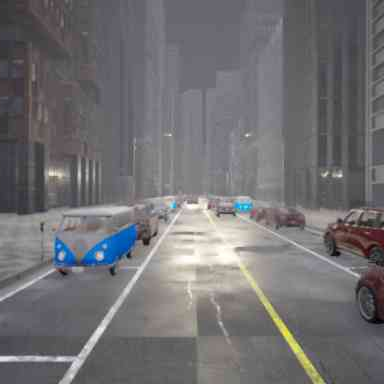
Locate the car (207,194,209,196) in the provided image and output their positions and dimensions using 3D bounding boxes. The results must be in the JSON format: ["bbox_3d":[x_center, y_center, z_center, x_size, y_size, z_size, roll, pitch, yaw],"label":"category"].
[{"bbox_3d":[6.017,1.625,94.224,1.967,1.590,4.097,0,0,0],"label":"car"}]

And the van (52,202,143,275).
[{"bbox_3d":[-2.741,1.347,10.101,1.690,1.788,3.998,0,0,0],"label":"van"}]

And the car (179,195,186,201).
[{"bbox_3d":[-2.523,1.587,88.633,1.967,1.590,4.097,0,0,0],"label":"car"}]

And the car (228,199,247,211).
[{"bbox_3d":[5.877,1.623,43.742,1.887,1.381,4.507,0,0,0],"label":"car"}]

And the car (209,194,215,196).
[{"bbox_3d":[5.986,1.708,83.005,2.008,1.369,4.403,0,0,0],"label":"car"}]

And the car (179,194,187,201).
[{"bbox_3d":[-2.508,1.476,94.243,2.192,1.841,5.009,0,0,0],"label":"car"}]

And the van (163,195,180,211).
[{"bbox_3d":[-2.663,1.386,38.149,1.690,1.788,3.998,0,0,0],"label":"van"}]

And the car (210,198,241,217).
[{"bbox_3d":[3.152,1.601,32.190,2.033,1.411,5.357,0,0,1],"label":"car"}]

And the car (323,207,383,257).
[{"bbox_3d":[5.785,1.345,10.088,2.192,1.841,5.009,0,0,0],"label":"car"}]

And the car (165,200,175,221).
[{"bbox_3d":[-2.695,1.580,26.929,2.008,1.369,4.403,0,0,0],"label":"car"}]

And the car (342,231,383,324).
[{"bbox_3d":[3.905,1.543,4.218,1.812,1.442,4.674,0,0,0],"label":"car"}]

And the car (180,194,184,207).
[{"bbox_3d":[-2.632,1.502,49.368,1.967,1.590,4.097,0,0,0],"label":"car"}]

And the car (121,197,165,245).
[{"bbox_3d":[-2.725,1.328,15.711,2.192,1.841,5.009,0,0,0],"label":"car"}]

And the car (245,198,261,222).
[{"bbox_3d":[5.831,1.493,26.915,1.967,1.590,4.097,0,0,0],"label":"car"}]

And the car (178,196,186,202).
[{"bbox_3d":[-2.539,1.699,83.023,1.947,1.339,4.313,0,0,0],"label":"car"}]

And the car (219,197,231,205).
[{"bbox_3d":[5.924,1.630,60.740,1.752,1.417,4.829,0,0,0],"label":"car"}]

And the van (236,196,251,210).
[{"bbox_3d":[5.862,1.411,38.133,1.690,1.788,3.998,0,0,0],"label":"van"}]

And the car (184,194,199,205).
[{"bbox_3d":[0.159,1.438,59.630,2.097,1.767,4.553,0,0,0],"label":"car"}]

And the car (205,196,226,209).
[{"bbox_3d":[3.132,1.637,45.764,1.994,1.385,4.181,0,0,1],"label":"car"}]

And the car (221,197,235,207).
[{"bbox_3d":[5.909,1.620,55.131,1.752,1.417,4.829,0,0,0],"label":"car"}]

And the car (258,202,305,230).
[{"bbox_3d":[5.815,1.590,21.306,1.887,1.381,4.507,0,0,0],"label":"car"}]

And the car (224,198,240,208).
[{"bbox_3d":[5.893,1.652,49.352,1.947,1.339,4.313,0,0,0],"label":"car"}]
